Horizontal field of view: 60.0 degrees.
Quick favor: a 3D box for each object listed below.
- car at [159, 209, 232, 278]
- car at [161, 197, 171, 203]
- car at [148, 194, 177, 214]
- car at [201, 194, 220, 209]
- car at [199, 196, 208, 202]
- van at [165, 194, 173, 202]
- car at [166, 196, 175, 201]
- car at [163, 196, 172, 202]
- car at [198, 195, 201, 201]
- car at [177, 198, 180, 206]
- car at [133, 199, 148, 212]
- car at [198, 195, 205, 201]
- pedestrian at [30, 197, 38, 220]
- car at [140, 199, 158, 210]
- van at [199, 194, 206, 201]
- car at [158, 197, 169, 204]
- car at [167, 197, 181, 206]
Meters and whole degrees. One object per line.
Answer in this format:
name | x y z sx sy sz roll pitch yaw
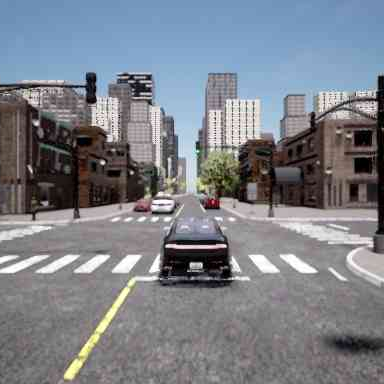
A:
car | 0.099 1.502 10.186 2.128 1.511 4.902 0 0 0
car | -5.695 1.706 72.191 1.802 1.307 4.206 0 0 0
car | -3.088 1.268 36.101 2.150 2.045 5.566 0 0 0
car | 2.688 1.377 44.566 2.192 1.841 5.009 0 0 0
car | 2.685 1.721 77.717 1.802 1.307 4.206 0 0 0
van | -5.696 1.497 83.242 1.690 1.788 3.998 0 0 0
car | -5.697 1.723 88.768 2.008 1.369 4.403 0 0 0
car | -5.696 1.665 77.546 1.752 1.417 4.829 0 0 0
car | 2.686 1.663 61.142 1.947 1.339 4.313 0 0 0
car | -3.070 1.629 46.152 1.994 1.385 4.181 0 0 0
car | -5.780 1.596 39.043 1.887 1.381 4.507 0 0 0
car | 2.683 1.716 94.463 1.752 1.417 4.829 0 0 0
pedestrian | -12.513 1.316 26.301 0.375 1.860 0.375 0 0 0
car | -5.693 1.628 44.565 1.947 1.339 4.313 0 0 0
van | 2.684 1.514 88.769 1.690 1.788 3.998 0 0 0
car | -5.695 1.692 66.667 1.802 1.307 4.206 0 0 0
car | -3.004 1.634 56.485 2.033 1.411 5.357 0 0 0
